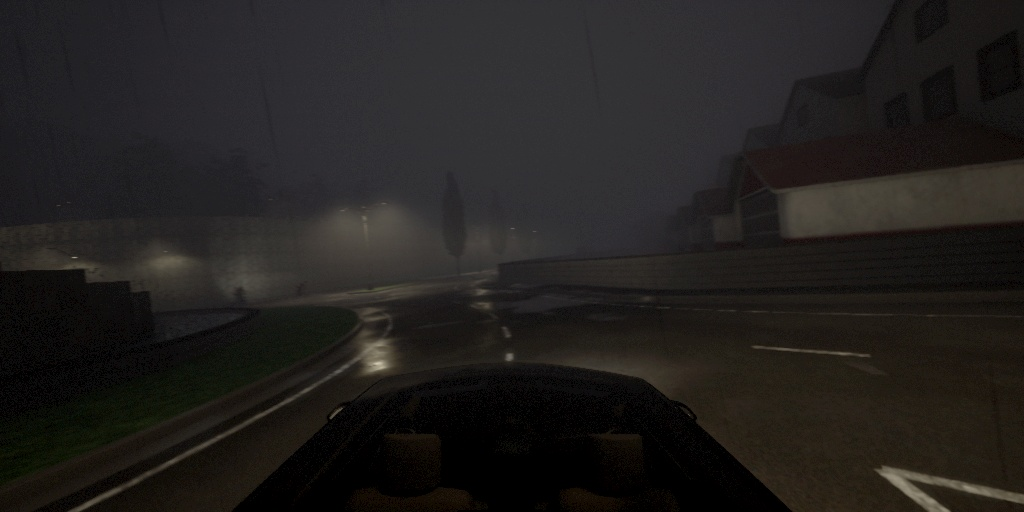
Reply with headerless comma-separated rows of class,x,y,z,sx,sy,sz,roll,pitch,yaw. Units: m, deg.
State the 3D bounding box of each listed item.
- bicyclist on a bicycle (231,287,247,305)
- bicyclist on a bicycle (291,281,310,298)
bicyclist on a bicycle,-24.975,3.678,33.055,0.582,1.620,1.656,-5,-1,-11
bicyclist on a bicycle,-19.904,3.172,33.931,0.582,1.620,1.656,13,-2,44
